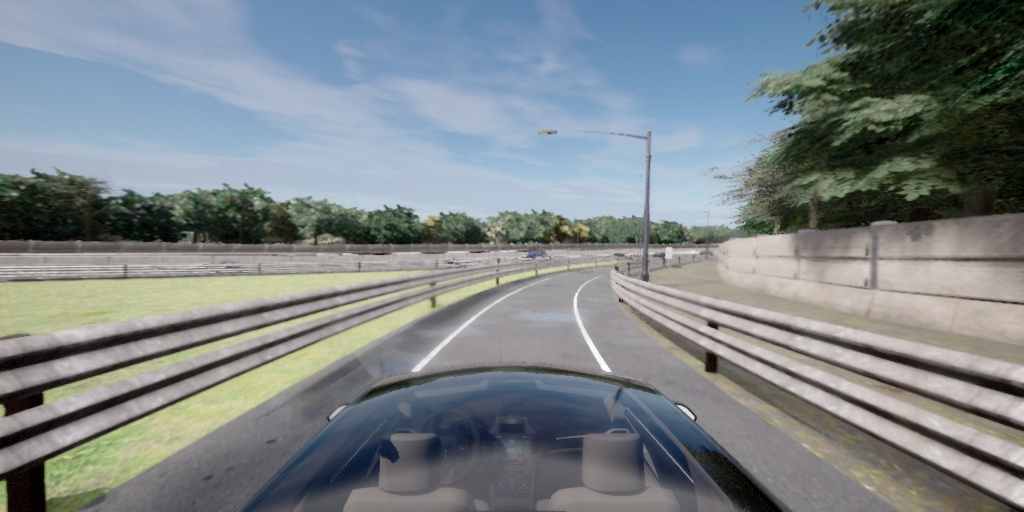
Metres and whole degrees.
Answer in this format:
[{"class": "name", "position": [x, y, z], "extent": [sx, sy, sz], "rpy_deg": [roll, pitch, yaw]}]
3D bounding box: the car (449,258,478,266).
[{"class": "car", "position": [-7.887, 0.920, 58.448], "extent": [4.718, 1.301, 1.895], "rpy_deg": [-2, 3, -34]}]

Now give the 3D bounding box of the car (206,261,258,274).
[{"class": "car", "position": [-32.513, 1.240, 41.995], "extent": [5.357, 1.411, 2.033], "rpy_deg": [0, 2, -34]}]
